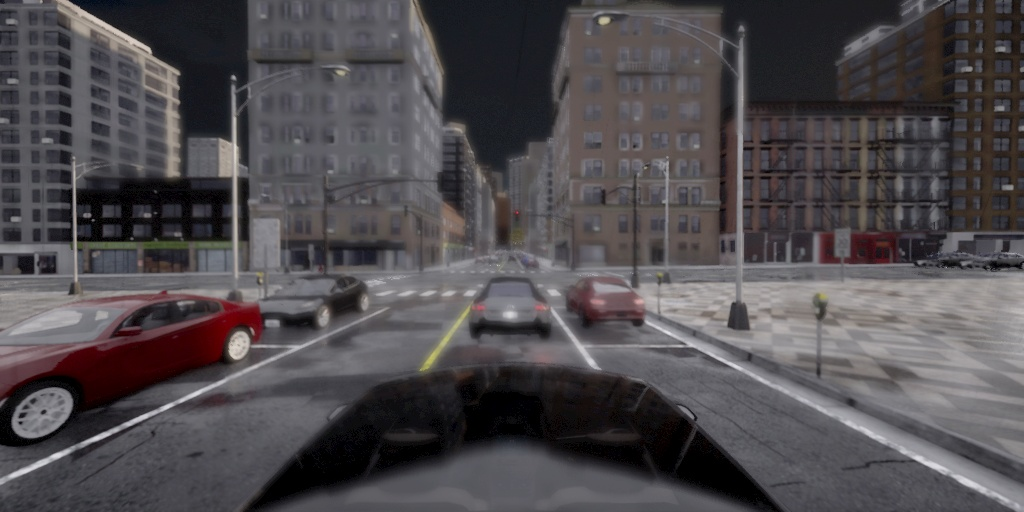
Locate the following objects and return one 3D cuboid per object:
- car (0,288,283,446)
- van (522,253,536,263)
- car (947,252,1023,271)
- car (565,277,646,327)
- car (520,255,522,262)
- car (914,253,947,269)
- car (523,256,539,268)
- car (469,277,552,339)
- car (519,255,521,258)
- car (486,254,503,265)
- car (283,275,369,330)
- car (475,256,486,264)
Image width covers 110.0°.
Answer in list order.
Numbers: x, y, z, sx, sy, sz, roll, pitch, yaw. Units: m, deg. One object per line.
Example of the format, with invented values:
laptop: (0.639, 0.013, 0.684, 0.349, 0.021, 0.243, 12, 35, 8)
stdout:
car: (-5.783, 1.271, 5.244, 1.888, 1.381, 4.507, 0, 0, 0)
van: (2.742, 0.666, 53.705, 1.690, 1.789, 3.998, 0, 0, 0)
car: (40.728, 0.457, 30.309, 4.902, 1.511, 2.128, -1, 1, 0)
car: (2.705, 1.271, 10.943, 1.802, 1.307, 4.207, 0, 0, 0)
car: (2.752, 0.818, 59.256, 1.888, 1.381, 4.507, 0, 0, 0)
car: (40.702, 0.420, 33.559, 4.902, 1.511, 2.128, -1, 1, 0)
car: (2.731, 0.960, 48.154, 1.802, 1.307, 4.207, 0, 0, 0)
car: (-0.048, 1.260, 9.938, 1.994, 1.385, 4.181, 0, 0, 0)
car: (2.763, 0.799, 64.813, 1.802, 1.307, 4.207, 0, 0, 0)
car: (-3.053, 0.769, 62.300, 1.812, 1.442, 4.674, 0, 1, 1)
car: (-5.820, 1.255, 10.888, 1.948, 1.339, 4.313, 0, 0, 0)
car: (-5.762, 0.797, 64.832, 1.802, 1.307, 4.207, 0, 0, 0)
